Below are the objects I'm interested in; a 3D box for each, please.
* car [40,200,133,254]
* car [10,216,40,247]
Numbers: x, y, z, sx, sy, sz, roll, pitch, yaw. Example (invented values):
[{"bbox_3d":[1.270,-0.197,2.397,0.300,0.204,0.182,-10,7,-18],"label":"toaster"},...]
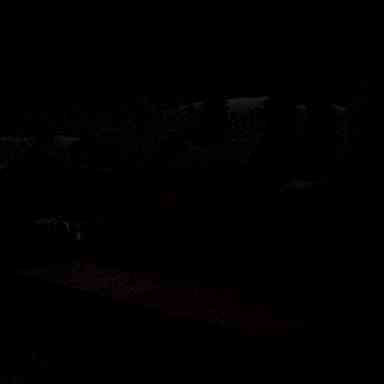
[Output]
[{"bbox_3d":[-3.294,1.274,13.395,1.932,1.855,4.605,-1,0,35],"label":"car"},{"bbox_3d":[-5.569,1.301,14.534,1.905,1.878,3.866,-1,0,35],"label":"car"}]
